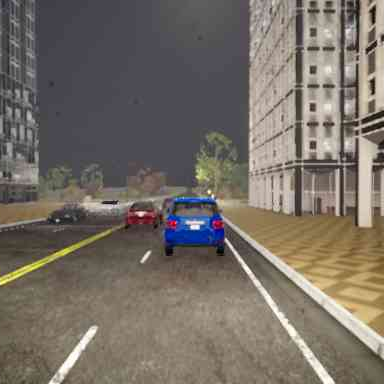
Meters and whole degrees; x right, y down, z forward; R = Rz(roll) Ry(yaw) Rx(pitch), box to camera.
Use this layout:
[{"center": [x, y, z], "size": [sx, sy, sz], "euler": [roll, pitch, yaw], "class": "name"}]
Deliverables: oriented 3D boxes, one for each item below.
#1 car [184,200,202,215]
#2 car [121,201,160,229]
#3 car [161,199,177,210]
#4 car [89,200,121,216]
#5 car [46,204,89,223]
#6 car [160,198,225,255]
[{"center": [0.101, 1.642, 36.873], "size": [1.812, 1.442, 4.674], "euler": [0, 0, 0], "class": "car"}, {"center": [-3.150, 1.426, 22.624], "size": [2.097, 1.767, 4.553], "euler": [0, 0, 0], "class": "car"}, {"center": [-3.149, 1.666, 46.342], "size": [1.812, 1.442, 4.674], "euler": [0, 0, 0], "class": "car"}, {"center": [-6.499, 1.265, 26.798], "size": [1.812, 1.442, 4.674], "euler": [0, 0, 0], "class": "car"}, {"center": [-9.749, 1.687, 26.801], "size": [2.033, 1.411, 5.357], "euler": [0, 0, 0], "class": "car"}, {"center": [0.101, 1.265, 13.613], "size": [2.150, 2.045, 5.566], "euler": [0, 0, 0], "class": "car"}]
